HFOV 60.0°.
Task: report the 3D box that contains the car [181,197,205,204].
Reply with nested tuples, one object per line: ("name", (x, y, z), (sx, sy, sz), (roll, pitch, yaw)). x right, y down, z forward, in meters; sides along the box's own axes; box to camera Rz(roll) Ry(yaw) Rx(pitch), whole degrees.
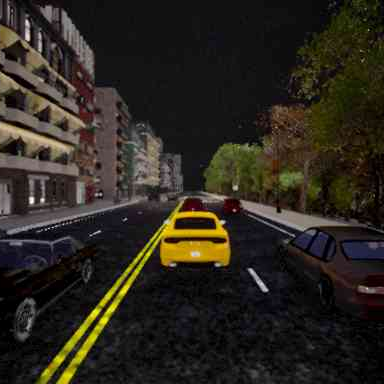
("car", (0.096, 1.205, 29.119), (1.882, 1.535, 5.008), (0, 1, 0))

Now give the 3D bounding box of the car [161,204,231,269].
("car", (0.093, 1.375, 10.821), (1.882, 1.535, 5.008), (0, 1, 0))

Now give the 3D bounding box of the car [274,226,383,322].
("car", (3.335, 1.477, 7.421), (2.033, 1.411, 5.357), (0, 1, 0))

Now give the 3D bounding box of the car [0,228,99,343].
("car", (-3.349, 1.539, 6.460), (1.895, 1.301, 4.718), (0, 1, 0))

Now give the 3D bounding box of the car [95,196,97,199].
("car", (-22.791, 1.187, 72.142), (4.206, 1.307, 1.802), (-1, 1, -1))

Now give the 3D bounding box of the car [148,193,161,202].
("car", (-6.500, 0.977, 57.493), (1.882, 1.535, 5.008), (0, 0, 0))

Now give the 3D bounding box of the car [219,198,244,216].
("car", (3.346, 1.259, 28.492), (1.812, 1.442, 4.674), (0, 1, 0))

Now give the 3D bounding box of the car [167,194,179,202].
("car", (-3.252, 1.050, 57.494), (2.033, 1.411, 5.357), (0, 0, 0))
